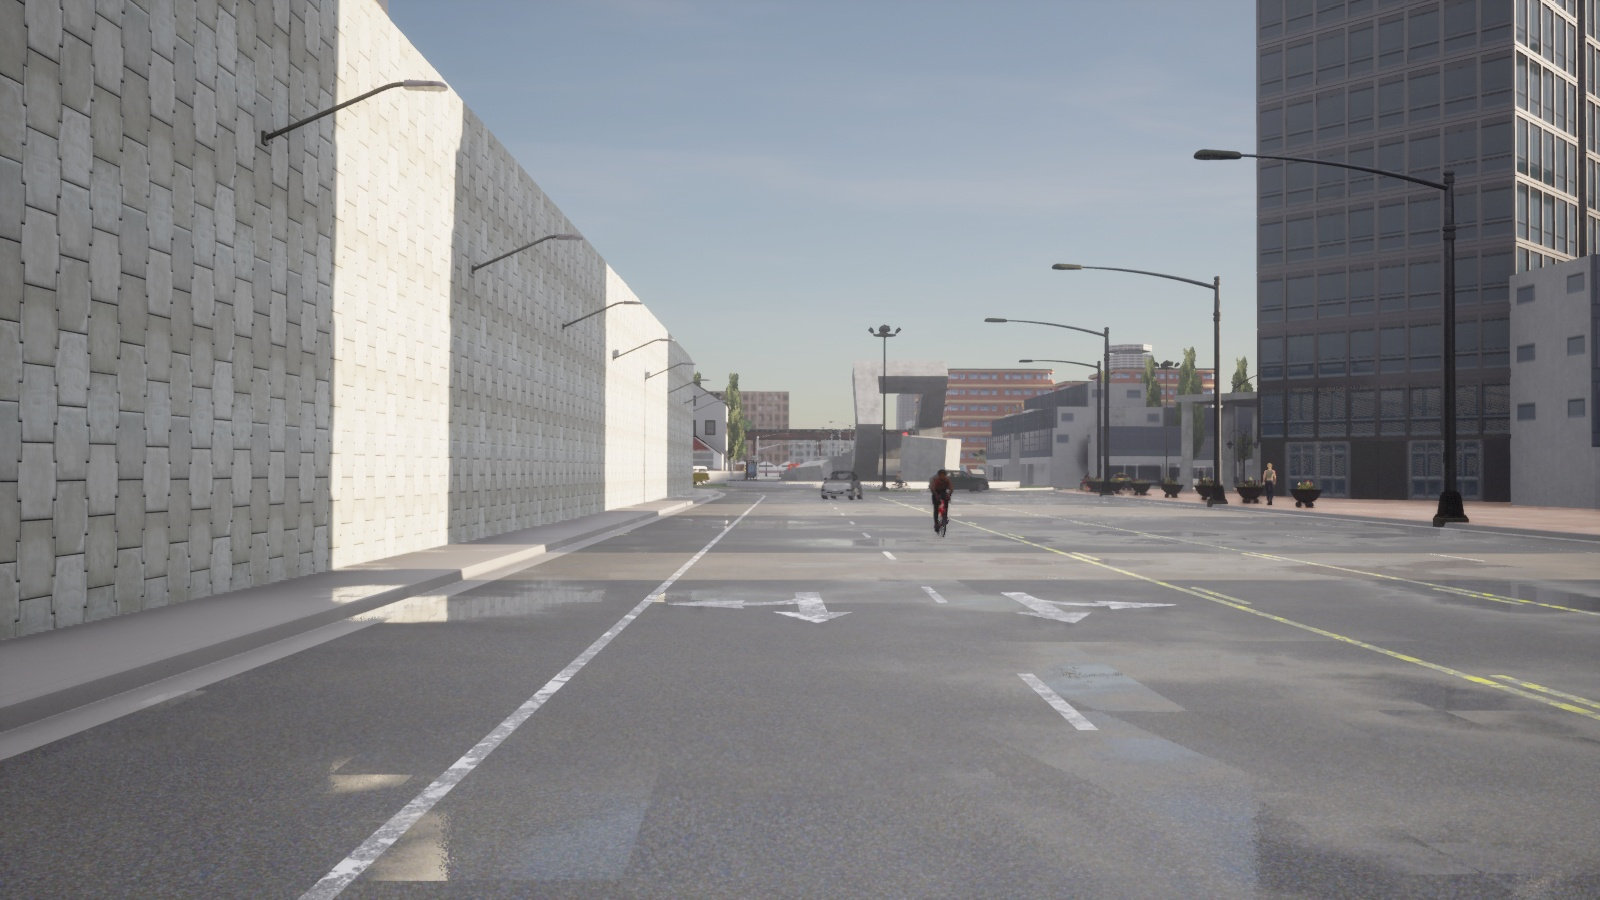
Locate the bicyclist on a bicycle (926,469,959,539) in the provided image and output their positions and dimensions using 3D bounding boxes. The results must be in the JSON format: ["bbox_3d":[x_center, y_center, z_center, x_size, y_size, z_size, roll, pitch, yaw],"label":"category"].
[{"bbox_3d":[3.375,1.253,29.817,0.582,1.620,1.656,0,-1,0],"label":"bicyclist on a bicycle"}]

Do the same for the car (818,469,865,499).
[{"bbox_3d":[2.311,1.857,68.885,1.851,1.617,3.988,0,-1,12],"label":"car"}]

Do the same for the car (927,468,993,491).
[{"bbox_3d":[12.270,2.236,96.231,4.553,1.767,2.097,0,-1,-11],"label":"car"}]

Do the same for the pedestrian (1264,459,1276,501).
[{"bbox_3d":[20.401,1.301,54.494,0.345,1.836,0.594,-1,-1,32],"label":"pedestrian"}]
